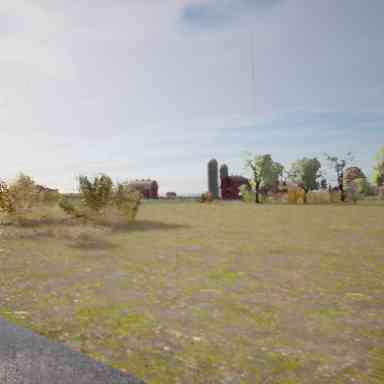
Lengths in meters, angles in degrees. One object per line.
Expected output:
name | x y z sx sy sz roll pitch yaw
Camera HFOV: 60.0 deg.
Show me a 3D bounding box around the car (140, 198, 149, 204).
car | -12.517 2.246 81.396 1.812 1.442 4.674 -1 -1 36
